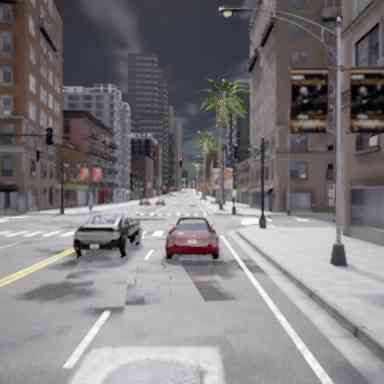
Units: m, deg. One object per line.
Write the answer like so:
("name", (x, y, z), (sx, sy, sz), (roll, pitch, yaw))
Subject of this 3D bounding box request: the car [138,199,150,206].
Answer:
("car", (-9.743, 2.156, 68.463), (1.812, 1.442, 4.674), (0, 0, 0))

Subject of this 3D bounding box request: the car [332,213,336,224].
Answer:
("car", (12.966, 2.006, 25.377), (4.313, 1.339, 1.947), (0, 0, 0))

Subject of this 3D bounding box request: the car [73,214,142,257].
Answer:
("car", (-3.227, 1.620, 13.499), (2.128, 1.511, 4.902), (0, 0, 0))

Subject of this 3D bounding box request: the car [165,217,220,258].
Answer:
("car", (0.022, 1.691, 13.395), (1.994, 1.385, 4.181), (0, 0, 0))

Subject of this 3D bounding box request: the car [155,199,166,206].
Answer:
("car", (-6.492, 2.157, 68.500), (1.812, 1.442, 4.674), (0, 0, 0))
